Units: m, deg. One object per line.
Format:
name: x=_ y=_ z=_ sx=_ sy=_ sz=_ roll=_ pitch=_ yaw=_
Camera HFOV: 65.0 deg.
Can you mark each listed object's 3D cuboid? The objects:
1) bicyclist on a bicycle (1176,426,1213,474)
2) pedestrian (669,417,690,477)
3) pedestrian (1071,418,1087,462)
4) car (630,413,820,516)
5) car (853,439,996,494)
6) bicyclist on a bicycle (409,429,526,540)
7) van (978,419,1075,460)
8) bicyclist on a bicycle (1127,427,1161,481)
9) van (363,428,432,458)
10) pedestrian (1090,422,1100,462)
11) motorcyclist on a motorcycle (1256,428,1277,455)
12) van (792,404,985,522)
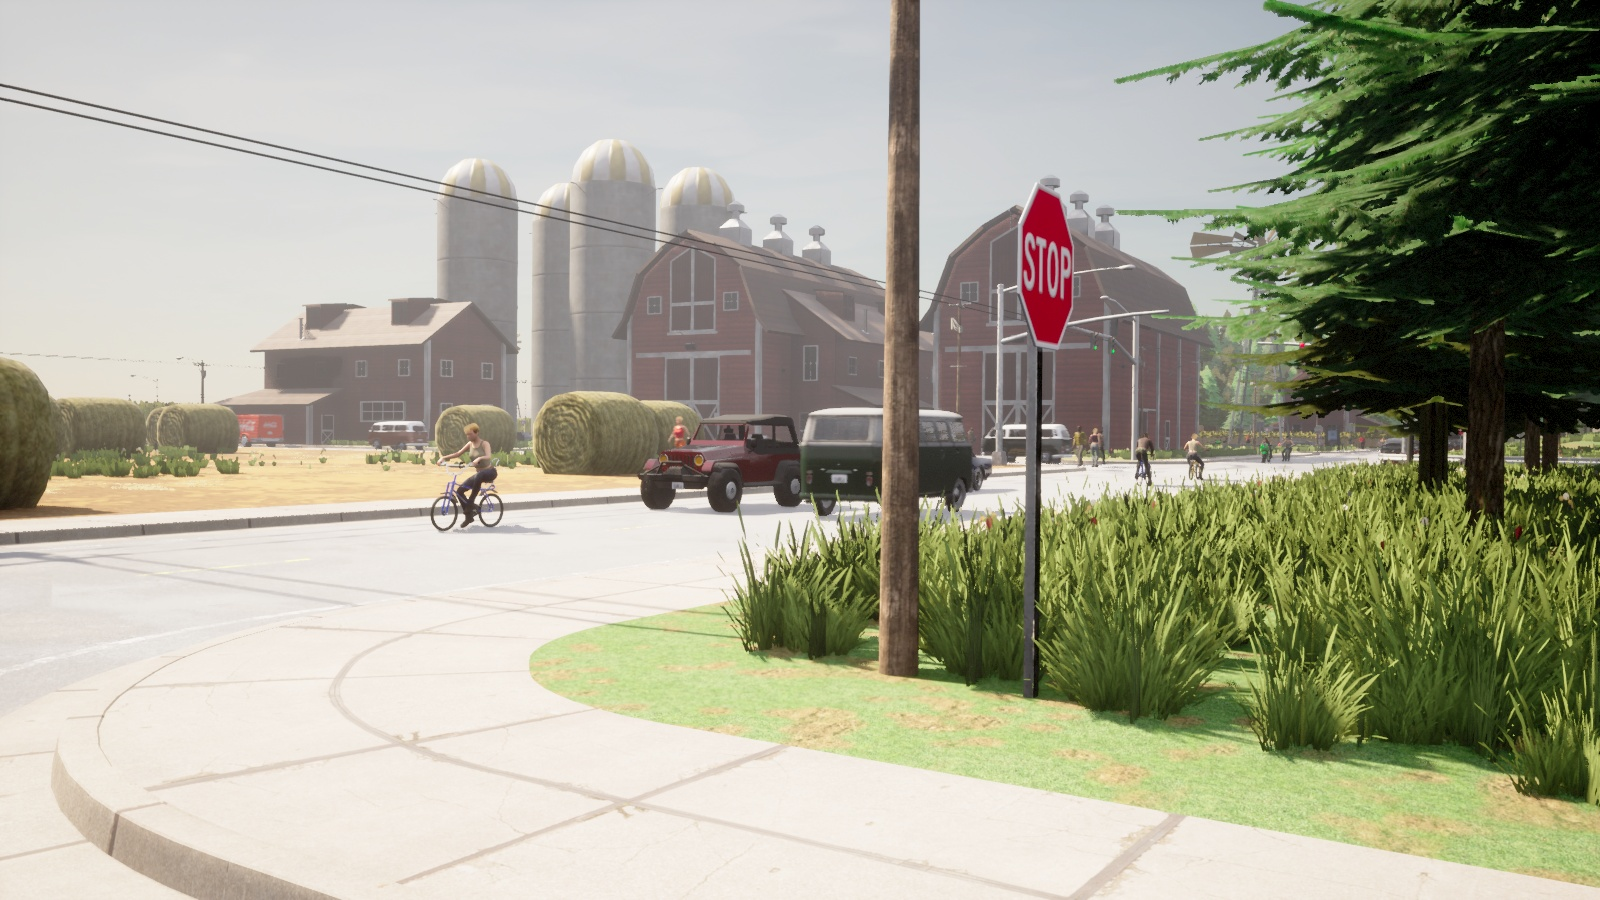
bicyclist on a bicycle: x=13.684 y=-0.015 z=43.524 sx=0.866 sy=1.612 sz=1.509 roll=0 pitch=1 yaw=31
pedestrian: x=-3.767 y=-0.100 z=39.207 sx=0.345 sy=1.836 sz=0.594 roll=0 pitch=1 yaw=34
pedestrian: x=11.984 y=-0.433 z=53.914 sx=0.370 sy=1.835 sz=0.726 roll=0 pitch=1 yaw=39
car: x=-1.407 y=0.233 z=25.069 sx=1.905 sy=1.878 sz=3.866 roll=0 pitch=1 yaw=31
car: x=3.359 y=0.385 z=33.049 sx=1.895 sy=1.301 sz=4.718 roll=0 pitch=1 yaw=31
bicyclist on a bicycle: x=-5.018 y=0.488 z=19.032 sx=0.866 sy=1.612 sz=1.509 roll=0 pitch=1 yaw=31
van: x=11.676 y=-0.529 z=64.896 sx=4.480 sy=2.038 sz=2.069 roll=0 pitch=1 yaw=30
bicyclist on a bicycle: x=10.448 y=0.104 z=38.093 sx=0.582 sy=1.620 sz=1.656 roll=0 pitch=1 yaw=31
van: x=-28.130 y=-0.480 z=87.701 sx=4.480 sy=2.038 sz=2.069 roll=0 pitch=1 yaw=30
pedestrian: x=13.640 y=-0.374 z=58.046 sx=0.345 sy=1.836 sz=0.594 roll=0 pitch=1 yaw=27
motorcyclist on a motorcycle: x=26.969 y=-0.487 z=72.584 sx=0.797 sy=1.523 sz=2.044 roll=0 pitch=1 yaw=31
van: x=1.766 y=0.181 z=23.558 sx=1.775 sy=1.987 sz=4.442 roll=0 pitch=1 yaw=31
